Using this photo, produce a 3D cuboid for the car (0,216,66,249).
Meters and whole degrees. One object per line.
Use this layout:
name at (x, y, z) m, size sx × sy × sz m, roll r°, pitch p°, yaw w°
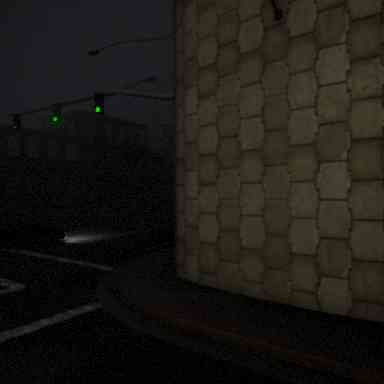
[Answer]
car at (-7.824, 1.649, 13.144) m, size 2.033 × 1.411 × 5.357 m, roll -1°, pitch 1°, yaw 35°
